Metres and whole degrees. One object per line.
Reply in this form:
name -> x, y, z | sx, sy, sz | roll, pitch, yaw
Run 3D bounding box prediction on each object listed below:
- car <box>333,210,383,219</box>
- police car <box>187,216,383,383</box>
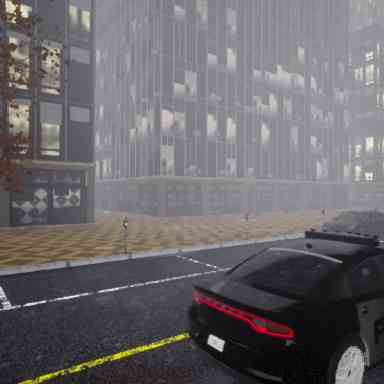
car -> 8.140, 1.563, 16.226 | 4.313, 1.339, 1.947 | 0, 0, -36
police car -> 2.363, 1.424, 5.119 | 5.238, 1.638, 1.930 | 0, 0, -35
